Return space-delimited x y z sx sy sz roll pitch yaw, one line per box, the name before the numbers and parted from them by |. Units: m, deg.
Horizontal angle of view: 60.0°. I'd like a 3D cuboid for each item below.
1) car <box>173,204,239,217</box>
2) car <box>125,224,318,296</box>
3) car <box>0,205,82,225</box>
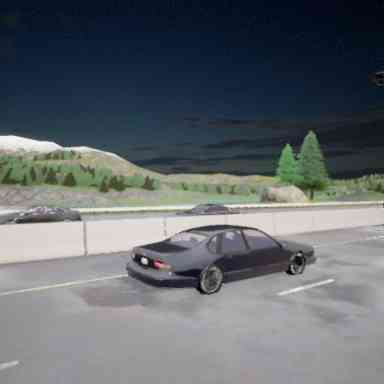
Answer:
car | 0.984 1.568 21.845 4.892 1.490 1.837 1 -1 -35
car | 1.003 1.574 8.762 5.357 1.411 2.033 0 0 -36
car | -8.874 1.505 19.152 4.902 1.511 2.128 0 0 -35
